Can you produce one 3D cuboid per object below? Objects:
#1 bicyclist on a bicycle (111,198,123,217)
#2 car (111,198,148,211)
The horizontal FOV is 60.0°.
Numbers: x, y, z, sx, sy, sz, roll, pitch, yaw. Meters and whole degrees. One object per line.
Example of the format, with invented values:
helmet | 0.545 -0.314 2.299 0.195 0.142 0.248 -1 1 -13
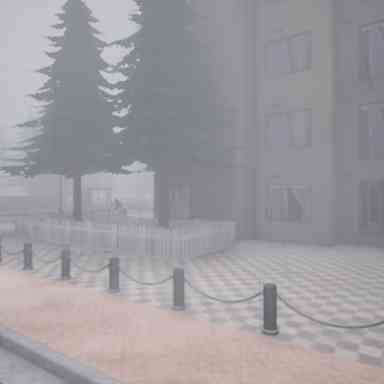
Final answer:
bicyclist on a bicycle | -6.467 1.308 28.641 1.656 1.620 0.582 0 0 37
car | -7.412 1.506 39.757 2.128 1.511 4.902 0 0 37
